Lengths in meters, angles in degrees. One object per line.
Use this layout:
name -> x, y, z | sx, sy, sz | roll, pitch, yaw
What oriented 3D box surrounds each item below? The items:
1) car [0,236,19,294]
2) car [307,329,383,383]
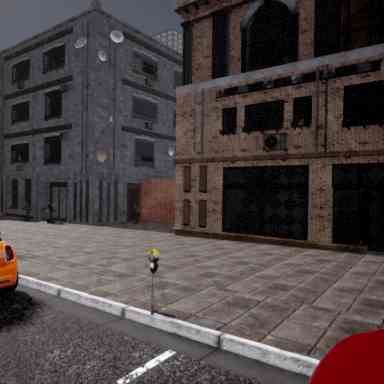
car -> -5.974, 1.347, 7.577 | 4.553, 1.767, 2.097 | 0, 0, 36
car -> 2.762, 1.316, 0.826 | 5.009, 1.841, 2.192 | 0, 1, 36
